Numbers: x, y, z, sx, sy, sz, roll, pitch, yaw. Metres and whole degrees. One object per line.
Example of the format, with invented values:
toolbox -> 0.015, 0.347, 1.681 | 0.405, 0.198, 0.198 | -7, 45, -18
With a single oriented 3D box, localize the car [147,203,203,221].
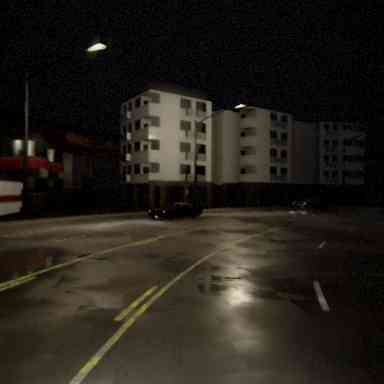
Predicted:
car -> -1.256, 1.499, 25.981 | 1.895, 1.301, 4.718 | 1, 0, 38

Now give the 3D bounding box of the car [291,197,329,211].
car -> 13.863, 1.321, 39.088 | 4.553, 1.767, 2.097 | 0, 0, -29
